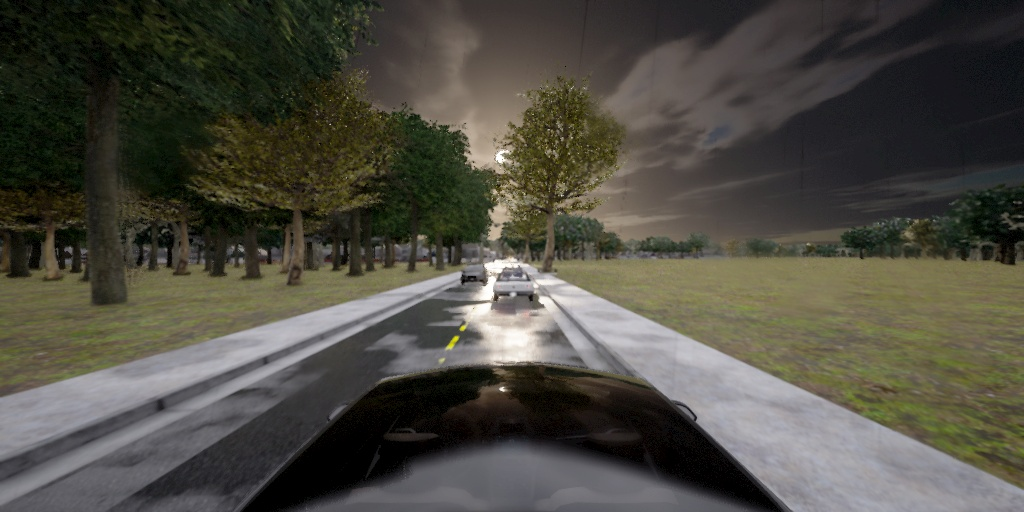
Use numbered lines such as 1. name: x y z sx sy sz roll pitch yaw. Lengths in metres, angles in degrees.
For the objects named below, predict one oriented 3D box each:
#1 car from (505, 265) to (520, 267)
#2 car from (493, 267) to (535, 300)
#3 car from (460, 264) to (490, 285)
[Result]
1. car: 0.050 1.488 34.977 1.895 1.301 4.718 0 0 0
2. car: 0.070 1.418 18.020 1.895 1.301 4.718 0 0 0
3. car: -2.784 1.369 27.381 1.837 1.490 4.892 0 0 0
